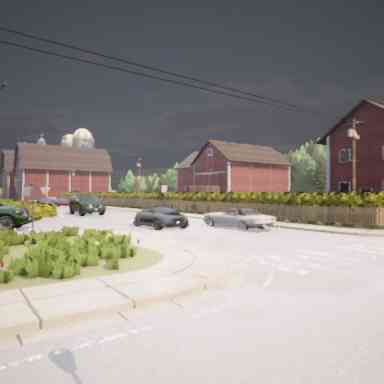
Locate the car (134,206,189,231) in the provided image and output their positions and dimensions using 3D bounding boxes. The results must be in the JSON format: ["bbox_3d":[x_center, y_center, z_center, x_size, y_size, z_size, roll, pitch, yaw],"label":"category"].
[{"bbox_3d":[-1.999,1.595,21.003,1.994,1.385,4.181,0,0,-37],"label":"car"}]

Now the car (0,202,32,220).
[{"bbox_3d":[-12.329,1.224,19.205,5.566,2.045,2.150,0,0,-12],"label":"car"}]

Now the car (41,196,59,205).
[{"bbox_3d":[-25.588,1.519,59.817,1.882,1.535,5.008,0,0,-36],"label":"car"}]

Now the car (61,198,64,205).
[{"bbox_3d":[-20.967,1.606,53.421,1.994,1.385,4.181,0,0,-36],"label":"car"}]

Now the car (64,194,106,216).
[{"bbox_3d":[-10.374,1.251,32.619,2.150,2.045,5.566,0,0,-36],"label":"car"}]

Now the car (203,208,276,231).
[{"bbox_3d":[2.815,1.644,20.891,1.895,1.301,4.718,0,0,-38],"label":"car"}]

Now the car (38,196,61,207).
[{"bbox_3d":[-20.395,1.523,46.595,2.128,1.511,4.902,0,0,-35],"label":"car"}]
